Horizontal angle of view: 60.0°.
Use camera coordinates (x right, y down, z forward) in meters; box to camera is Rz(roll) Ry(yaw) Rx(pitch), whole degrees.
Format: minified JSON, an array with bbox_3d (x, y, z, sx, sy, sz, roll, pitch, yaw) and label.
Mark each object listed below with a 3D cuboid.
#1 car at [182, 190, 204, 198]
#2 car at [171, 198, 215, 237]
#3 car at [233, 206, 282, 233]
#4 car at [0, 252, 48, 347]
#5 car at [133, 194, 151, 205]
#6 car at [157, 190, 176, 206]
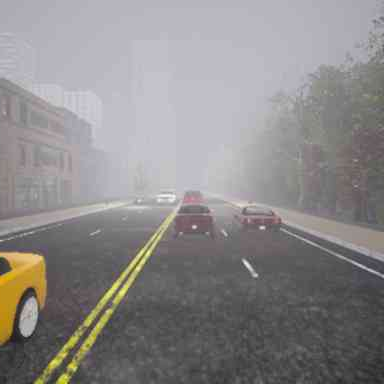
[{"bbox_3d":[0.087,0.785,36.694,2.150,2.045,5.566,0,1,0],"label":"car"},{"bbox_3d":[0.098,1.280,16.565,1.882,1.535,5.008,0,1,0],"label":"car"},{"bbox_3d":[3.349,1.387,17.993,1.895,1.301,4.718,0,1,0],"label":"car"},{"bbox_3d":[-3.345,1.435,3.497,1.882,1.535,5.008,0,1,0],"label":"car"},{"bbox_3d":[-6.564,0.962,44.260,2.128,1.511,4.902,0,1,0],"label":"car"},{"bbox_3d":[-3.316,0.696,44.123,2.150,2.045,5.566,0,0,0],"label":"car"}]
